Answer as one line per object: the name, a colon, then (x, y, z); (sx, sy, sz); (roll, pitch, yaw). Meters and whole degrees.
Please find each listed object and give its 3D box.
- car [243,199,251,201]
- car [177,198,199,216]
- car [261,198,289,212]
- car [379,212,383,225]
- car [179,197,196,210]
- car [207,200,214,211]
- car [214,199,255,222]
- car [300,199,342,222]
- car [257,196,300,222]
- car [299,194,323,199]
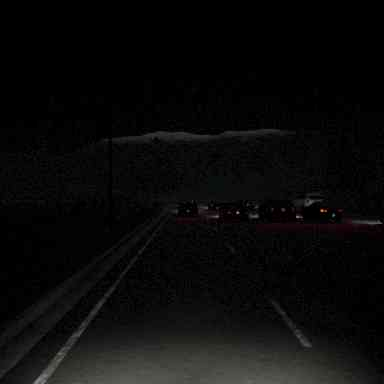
car: (6.472, 1.547, 41.341); (2.033, 1.411, 5.357); (0, 0, -1)
car: (-0.387, 1.492, 32.221); (2.128, 1.511, 4.902); (0, 0, -1)
car: (9.984, 1.491, 40.412); (2.128, 1.511, 4.902); (0, 0, -1)
car: (13.786, 1.505, 20.826); (1.837, 1.490, 4.892); (0, 0, -1)
car: (-0.592, 1.491, 44.980); (2.128, 1.511, 4.902); (0, 0, -1)
car: (2.967, 1.600, 41.570); (1.895, 1.301, 4.718); (0, 0, -1)
car: (3.218, 1.547, 26.553); (2.033, 1.411, 5.357); (0, 0, -2)
car: (10.204, 1.526, 26.360); (1.812, 1.442, 4.674); (0, -1, -1)
car: (6.695, 1.352, 26.741); (2.097, 1.767, 4.553); (0, 0, -1)
car: (13.515, 1.222, 38.784); (2.150, 2.045, 5.566); (0, 0, -1)
